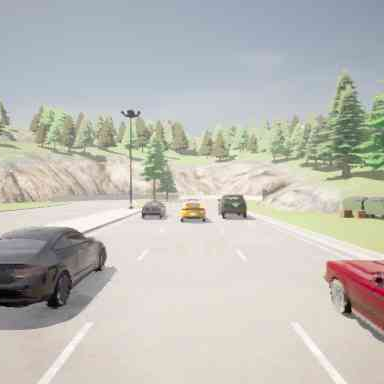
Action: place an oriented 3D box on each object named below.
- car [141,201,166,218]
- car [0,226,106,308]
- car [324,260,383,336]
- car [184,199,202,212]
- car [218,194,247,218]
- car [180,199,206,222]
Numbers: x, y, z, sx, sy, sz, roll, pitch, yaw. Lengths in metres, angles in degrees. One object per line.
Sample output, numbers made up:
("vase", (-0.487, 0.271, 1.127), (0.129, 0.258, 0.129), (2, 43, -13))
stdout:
("car", (-3.405, 1.547, 30.125), (2.033, 1.411, 5.357), (0, 0, 0))
("car", (-3.402, 1.526, 7.762), (1.812, 1.442, 4.674), (0, 0, 0))
("car", (3.598, 1.600, 4.632), (1.895, 1.301, 4.718), (0, 0, 0))
("car", (0.085, 1.547, 40.190), (2.033, 1.411, 5.357), (0, 0, 0))
("car", (3.593, 1.224, 30.044), (2.150, 2.045, 5.566), (0, 0, 0))
("car", (0.086, 1.478, 26.759), (1.882, 1.535, 5.008), (0, 0, 0))
